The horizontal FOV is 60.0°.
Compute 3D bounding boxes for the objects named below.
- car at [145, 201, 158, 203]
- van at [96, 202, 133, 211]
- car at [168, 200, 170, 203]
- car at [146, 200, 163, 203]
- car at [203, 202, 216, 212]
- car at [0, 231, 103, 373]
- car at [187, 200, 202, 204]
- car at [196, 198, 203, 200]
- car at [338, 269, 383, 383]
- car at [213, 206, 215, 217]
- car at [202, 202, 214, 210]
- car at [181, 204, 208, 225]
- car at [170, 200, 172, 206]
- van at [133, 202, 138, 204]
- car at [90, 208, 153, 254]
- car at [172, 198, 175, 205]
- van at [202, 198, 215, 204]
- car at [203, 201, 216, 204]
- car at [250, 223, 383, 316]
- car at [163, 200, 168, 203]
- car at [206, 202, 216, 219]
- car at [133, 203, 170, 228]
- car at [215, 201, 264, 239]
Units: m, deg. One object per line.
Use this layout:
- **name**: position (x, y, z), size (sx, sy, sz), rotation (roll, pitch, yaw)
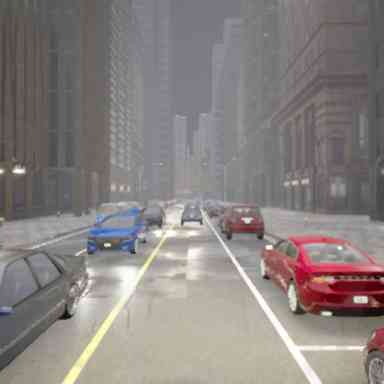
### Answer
- **car**: position (-5.781, 2.177, 41.359), size (1.947, 1.339, 4.313), rotation (0, -1, 0)
- **van**: position (-5.773, 1.702, 24.508), size (1.690, 1.788, 3.998), rotation (0, -1, 0)
- **car**: position (-5.791, 2.492, 63.832), size (1.887, 1.381, 4.507), rotation (0, -1, 0)
- **car**: position (-5.783, 2.010, 46.981), size (2.192, 1.841, 5.009), rotation (0, -1, 0)
- **car**: position (2.739, 2.345, 52.615), size (1.947, 1.339, 4.313), rotation (0, -1, 0)
- **car**: position (-3.099, 1.621, 4.882), size (2.033, 1.411, 5.357), rotation (0, -1, 0)
- **car**: position (0.038, 2.149, 43.496), size (1.837, 1.490, 4.892), rotation (0, 0, 1)
- **car**: position (2.721, 2.901, 92.110), size (1.752, 1.417, 4.829), rotation (0, -1, 0)
- **car**: position (2.762, 1.614, 2.055), size (1.802, 1.307, 4.206), rotation (0, -1, 0)
- **car**: position (2.752, 1.943, 24.526), size (1.802, 1.307, 4.206), rotation (0, -1, 0)
- **car**: position (2.736, 2.445, 58.233), size (1.802, 1.307, 4.206), rotation (0, -1, 0)
- **car**: position (0.001, 1.959, 27.952), size (2.033, 1.411, 5.357), rotation (0, -1, 0)
- **car**: position (-5.794, 2.597, 69.450), size (1.947, 1.339, 4.313), rotation (0, -1, 0)
- **van**: position (-5.776, 1.785, 30.126), size (1.690, 1.788, 3.998), rotation (0, -1, 0)
- **car**: position (-3.099, 1.694, 14.663), size (1.882, 1.535, 5.008), rotation (0, -1, 0)
- **car**: position (-5.799, 2.723, 80.517), size (1.752, 1.417, 4.829), rotation (0, -1, 0)
- **van**: position (2.742, 2.036, 47.001), size (1.690, 1.788, 3.998), rotation (0, -1, 0)
- **car**: position (2.744, 2.156, 41.380), size (1.887, 1.381, 4.507), rotation (0, -1, 0)
- **car**: position (2.760, 1.659, 7.674), size (1.887, 1.381, 4.507), rotation (0, -1, 0)
- **car**: position (-5.789, 2.303, 58.216), size (1.967, 1.590, 4.097), rotation (0, -1, 0)
- **car**: position (2.747, 2.093, 35.762), size (1.947, 1.339, 4.313), rotation (0, -1, 0)
- **car**: position (-3.063, 1.856, 25.650), size (1.882, 1.535, 5.008), rotation (0, -1, 1)
- **car**: position (2.755, 1.593, 18.913), size (2.192, 1.841, 5.009), rotation (0, -1, 0)
